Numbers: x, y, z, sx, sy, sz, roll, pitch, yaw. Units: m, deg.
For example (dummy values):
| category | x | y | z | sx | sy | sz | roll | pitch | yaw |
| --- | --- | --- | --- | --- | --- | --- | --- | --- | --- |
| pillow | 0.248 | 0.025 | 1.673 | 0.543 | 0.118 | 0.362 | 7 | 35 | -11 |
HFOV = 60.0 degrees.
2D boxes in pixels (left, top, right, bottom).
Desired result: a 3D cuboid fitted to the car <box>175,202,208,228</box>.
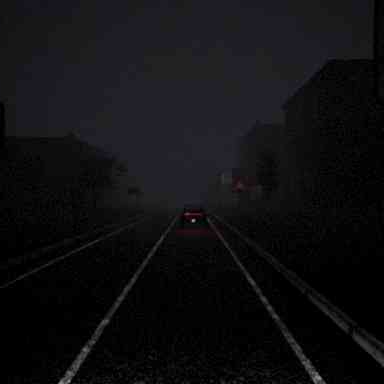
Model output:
| category | x | y | z | sx | sy | sz | roll | pitch | yaw |
| --- | --- | --- | --- | --- | --- | --- | --- | --- | --- |
| car | 0.096 | 1.684 | 23.971 | 2.128 | 1.511 | 4.902 | 0 | -1 | 0 |

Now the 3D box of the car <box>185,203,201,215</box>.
| category | x | y | z | sx | sy | sz | roll | pitch | yaw |
| --- | --- | --- | --- | --- | --- | --- | --- | --- | --- |
| car | 0.087 | 2.066 | 41.526 | 1.895 | 1.301 | 4.718 | 0 | -1 | 0 |

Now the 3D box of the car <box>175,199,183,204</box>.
| category | x | y | z | sx | sy | sz | roll | pitch | yaw |
| --- | --- | --- | --- | --- | --- | --- | --- | --- | --- |
| car | -3.013 | 2.375 | 76.609 | 1.837 | 1.490 | 4.892 | 0 | -1 | 0 |
